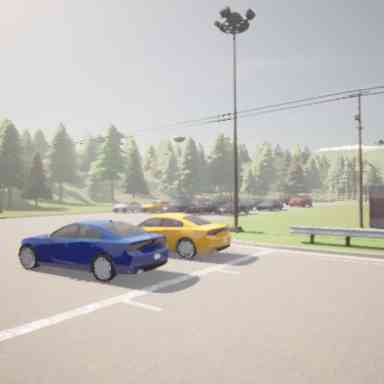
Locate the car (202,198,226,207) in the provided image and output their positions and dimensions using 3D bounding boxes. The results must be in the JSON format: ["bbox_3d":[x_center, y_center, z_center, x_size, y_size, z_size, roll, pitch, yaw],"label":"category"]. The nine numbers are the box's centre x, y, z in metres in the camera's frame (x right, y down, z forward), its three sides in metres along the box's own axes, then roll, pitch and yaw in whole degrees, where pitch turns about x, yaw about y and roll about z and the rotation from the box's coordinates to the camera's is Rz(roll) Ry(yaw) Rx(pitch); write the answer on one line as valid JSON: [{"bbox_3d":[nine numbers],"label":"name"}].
[{"bbox_3d":[3.935,1.818,58.264,1.882,1.535,5.008,-1,0,36],"label":"car"}]

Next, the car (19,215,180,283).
[{"bbox_3d":[-3.071,1.568,9.984,5.008,1.535,1.882,-1,-1,30],"label":"car"}]

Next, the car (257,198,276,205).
[{"bbox_3d":[15.000,1.860,66.661,1.994,1.385,4.181,-1,0,41],"label":"car"}]

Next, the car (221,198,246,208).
[{"bbox_3d":[7.142,1.795,56.740,2.128,1.511,4.902,-1,-1,36],"label":"car"}]

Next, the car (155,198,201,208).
[{"bbox_3d":[-1.551,1.755,38.881,2.128,1.511,4.902,-1,0,36],"label":"car"}]

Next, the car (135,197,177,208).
[{"bbox_3d":[-4.225,1.780,41.155,1.882,1.535,5.008,-1,0,36],"label":"car"}]

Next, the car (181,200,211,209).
[{"bbox_3d":[1.260,1.826,36.794,1.895,1.301,4.718,-1,0,36],"label":"car"}]

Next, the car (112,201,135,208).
[{"bbox_3d":[-7.953,1.866,41.972,1.812,1.442,4.674,-1,0,36],"label":"car"}]

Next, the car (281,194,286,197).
[{"bbox_3d":[18.553,1.479,65.248,5.566,2.045,2.150,0,-1,-45],"label":"car"}]

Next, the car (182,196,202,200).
[{"bbox_3d":[1.152,1.654,48.550,2.097,1.767,4.553,-1,0,36],"label":"car"}]

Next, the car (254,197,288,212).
[{"bbox_3d":[10.164,1.735,43.093,2.033,1.411,5.357,-1,0,36],"label":"car"}]

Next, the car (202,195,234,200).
[{"bbox_3d":[4.247,1.486,46.866,2.150,2.045,5.566,-1,0,36],"label":"car"}]

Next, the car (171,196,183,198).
[{"bbox_3d":[-2.248,1.562,49.826,2.150,2.045,5.566,-1,0,36],"label":"car"}]

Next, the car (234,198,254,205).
[{"bbox_3d":[10.548,1.865,66.997,1.812,1.442,4.674,-1,0,41],"label":"car"}]

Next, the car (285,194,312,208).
[{"bbox_3d":[17.236,1.410,52.694,2.150,2.045,5.566,-1,-1,37],"label":"car"}]

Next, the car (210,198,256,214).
[{"bbox_3d":[4.433,1.679,35.207,2.128,1.511,4.902,-1,0,36],"label":"car"}]

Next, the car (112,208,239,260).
[{"bbox_3d":[-0.981,1.568,12.854,5.008,1.535,1.882,-1,-1,30],"label":"car"}]

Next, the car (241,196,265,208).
[{"bbox_3d":[10.189,1.616,54.974,2.097,1.767,4.553,-1,0,36],"label":"car"}]
